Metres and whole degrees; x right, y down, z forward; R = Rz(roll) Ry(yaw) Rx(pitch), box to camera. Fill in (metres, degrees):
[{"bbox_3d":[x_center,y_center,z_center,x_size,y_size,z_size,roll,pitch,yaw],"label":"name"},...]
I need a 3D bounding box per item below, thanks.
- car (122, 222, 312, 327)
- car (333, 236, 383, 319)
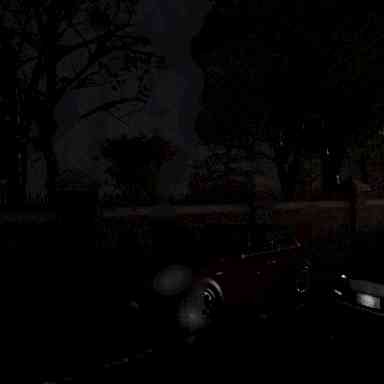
[{"bbox_3d":[0.623,1.440,6.974,4.097,1.590,1.967,0,0,-35],"label":"car"},{"bbox_3d":[4.847,1.493,6.779,4.902,1.511,2.128,0,0,-35],"label":"car"}]
